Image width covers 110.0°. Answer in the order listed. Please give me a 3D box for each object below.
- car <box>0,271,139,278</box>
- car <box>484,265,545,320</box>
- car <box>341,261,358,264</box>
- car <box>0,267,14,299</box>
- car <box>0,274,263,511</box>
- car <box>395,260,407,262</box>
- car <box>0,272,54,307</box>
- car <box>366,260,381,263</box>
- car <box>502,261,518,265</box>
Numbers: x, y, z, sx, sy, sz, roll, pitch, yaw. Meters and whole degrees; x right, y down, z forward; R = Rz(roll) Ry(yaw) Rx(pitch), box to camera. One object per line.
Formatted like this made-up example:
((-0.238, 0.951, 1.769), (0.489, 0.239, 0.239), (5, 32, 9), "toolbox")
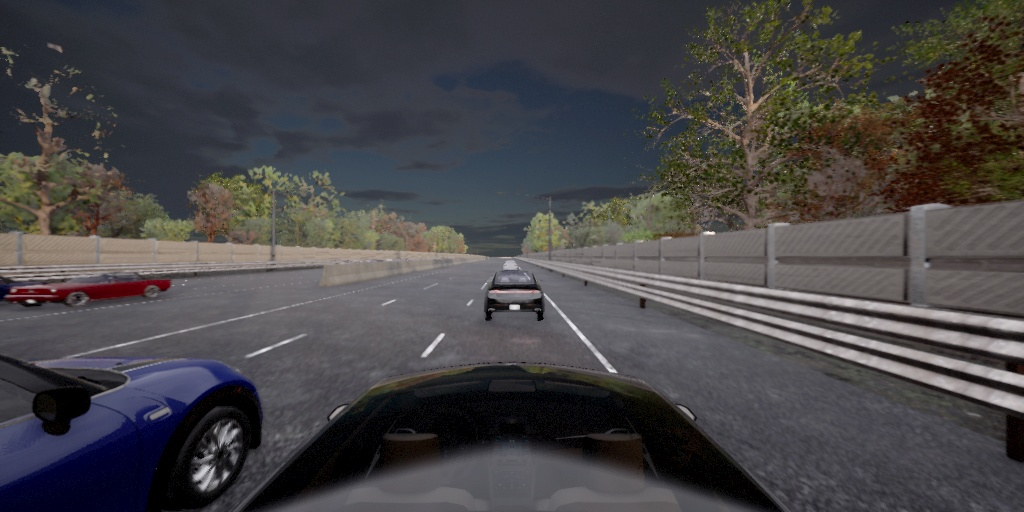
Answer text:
((-17.627, 1.356, 15.335), (1.895, 1.301, 4.718), (0, 0, 0), "car")
((0.069, 1.244, 12.621), (2.128, 1.511, 4.902), (0, 0, 0), "car")
((-24.936, 1.364, 54.985), (1.895, 1.301, 4.718), (0, 0, 0), "car")
((-24.620, 1.261, 14.623), (1.837, 1.490, 4.892), (0, 0, 0), "car")
((-3.405, 1.104, 1.510), (2.097, 1.767, 4.553), (0, 0, 0), "car")
((-17.954, 1.311, 58.151), (2.033, 1.411, 5.357), (0, 0, 0), "car")
((-21.111, 1.356, 13.421), (1.895, 1.301, 4.718), (0, 0, 0), "car")
((-21.432, 1.311, 55.700), (2.033, 1.411, 5.357), (0, 0, 0), "car")
((-0.193, 1.285, 44.456), (1.812, 1.442, 4.674), (0, 0, -1), "car")
